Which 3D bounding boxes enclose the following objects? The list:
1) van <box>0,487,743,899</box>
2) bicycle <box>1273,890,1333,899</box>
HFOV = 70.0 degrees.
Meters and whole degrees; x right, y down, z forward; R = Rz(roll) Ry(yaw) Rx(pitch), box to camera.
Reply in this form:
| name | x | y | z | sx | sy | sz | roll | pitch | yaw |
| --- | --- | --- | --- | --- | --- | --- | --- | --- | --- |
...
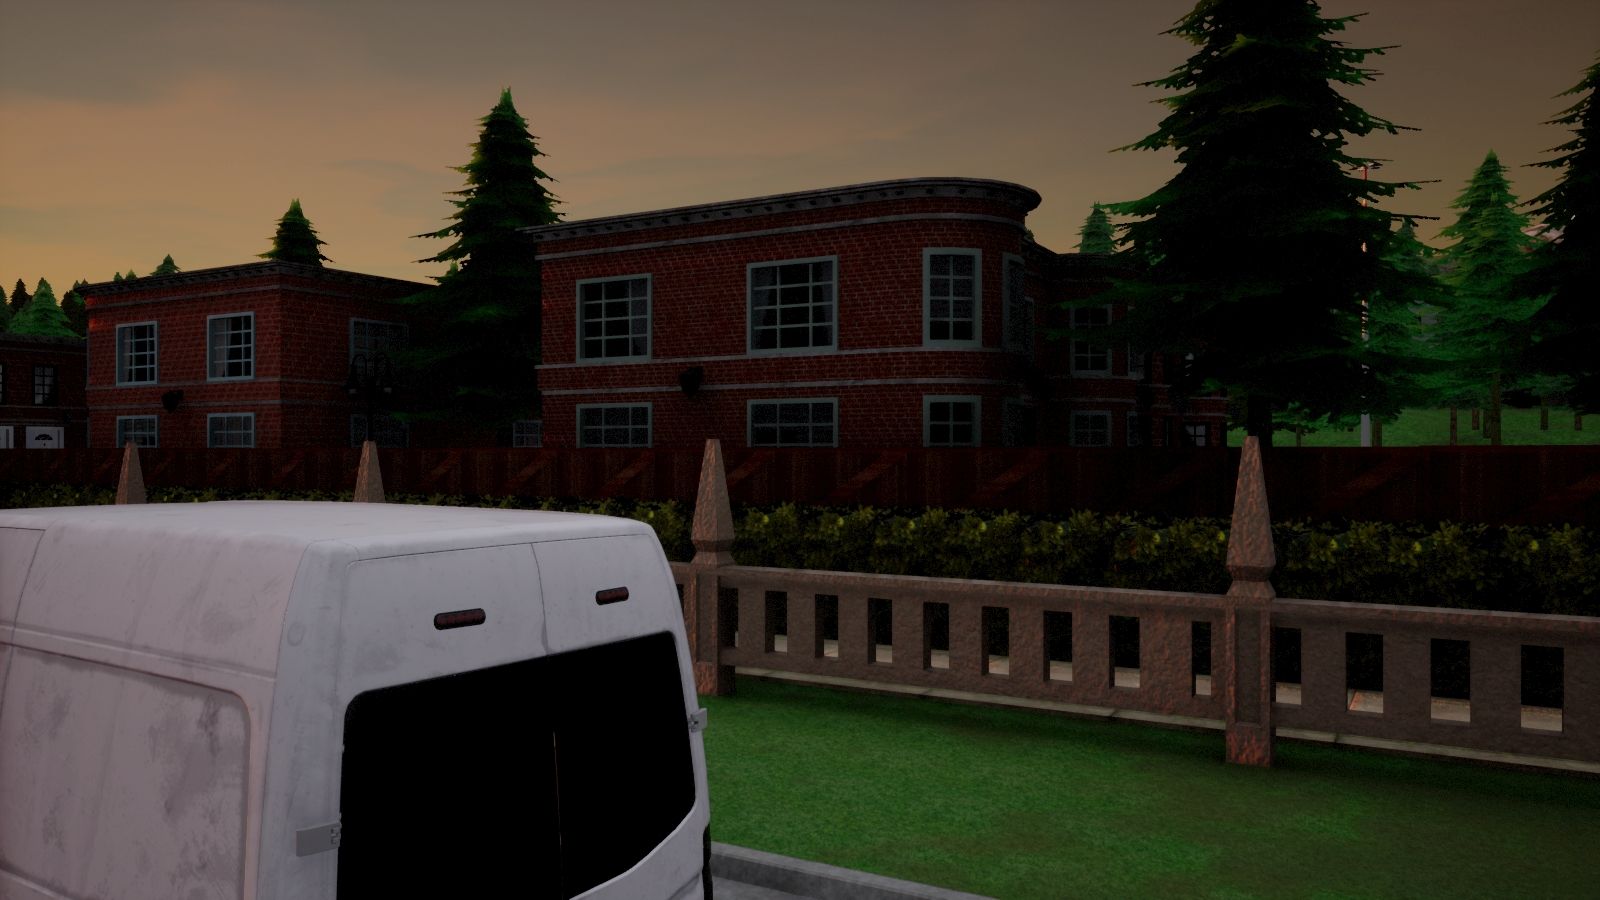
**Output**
| name | x | y | z | sx | sy | sz | roll | pitch | yaw |
| --- | --- | --- | --- | --- | --- | --- | --- | --- | --- |
| van | -3.240 | 1.534 | 5.467 | 5.915 | 2.561 | 1.988 | 0 | 0 | 34 |
| bicycle | 2.143 | 2.060 | 2.830 | 1.835 | 1.471 | 0.329 | 0 | 0 | 30 |
